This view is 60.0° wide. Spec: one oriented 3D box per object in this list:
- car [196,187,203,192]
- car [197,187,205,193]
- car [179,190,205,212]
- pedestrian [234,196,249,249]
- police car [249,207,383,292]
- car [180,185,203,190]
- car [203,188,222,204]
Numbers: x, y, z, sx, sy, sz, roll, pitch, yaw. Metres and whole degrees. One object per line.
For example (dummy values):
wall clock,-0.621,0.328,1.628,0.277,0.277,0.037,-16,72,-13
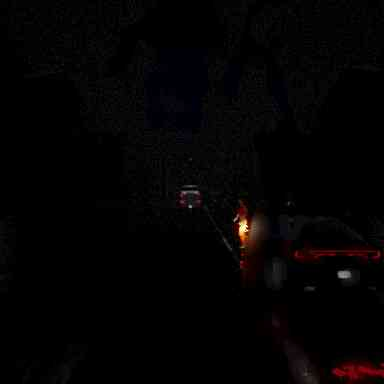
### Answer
car,2.084,-0.774,91.757,1.887,1.381,4.507,-1,1,0
car,2.149,-0.462,80.696,1.802,1.307,4.206,-1,1,0
car,-0.103,0.825,27.073,1.812,1.442,4.674,0,1,0
pedestrian,1.727,0.996,11.318,0.375,1.860,0.375,-2,3,-10
police car,2.701,1.200,8.505,1.930,1.638,5.238,0,1,0
car,-0.184,0.273,36.811,2.150,2.045,5.566,0,1,0
car,2.404,0.592,37.200,2.008,1.369,4.403,-1,1,0
